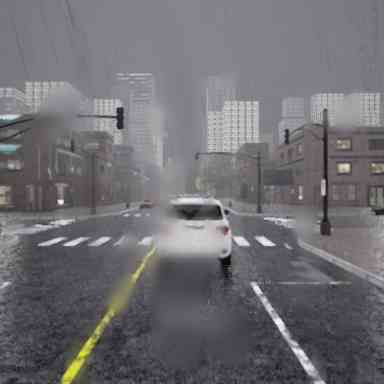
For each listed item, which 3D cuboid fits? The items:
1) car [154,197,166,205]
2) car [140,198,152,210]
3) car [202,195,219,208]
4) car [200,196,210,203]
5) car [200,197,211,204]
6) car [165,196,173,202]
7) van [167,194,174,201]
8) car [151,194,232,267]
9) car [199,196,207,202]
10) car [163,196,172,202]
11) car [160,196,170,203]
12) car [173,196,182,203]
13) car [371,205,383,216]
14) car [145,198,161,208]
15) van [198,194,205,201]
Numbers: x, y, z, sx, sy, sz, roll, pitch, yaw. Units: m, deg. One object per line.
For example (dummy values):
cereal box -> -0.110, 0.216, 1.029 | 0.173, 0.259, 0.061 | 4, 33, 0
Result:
car -> -5.699, 1.569, 60.115 | 1.752, 1.417, 4.829 | 0, 0, 0
car -> -5.784, 1.568, 43.713 | 1.887, 1.381, 4.507 | 0, 0, 0
car -> 2.684, 1.345, 49.236 | 2.192, 1.841, 5.009 | 0, 0, 0
car -> 2.679, 1.612, 71.338 | 2.008, 1.369, 4.403 | 0, 0, 0
car -> 2.681, 1.618, 65.813 | 1.947, 1.339, 4.313 | 0, 0, 0
car -> -5.703, 1.608, 82.216 | 1.752, 1.417, 4.829 | 0, 0, 0
van -> -5.703, 1.436, 87.912 | 1.690, 1.788, 3.998 | 0, 0, 0
car -> 0.154, 1.224, 11.656 | 2.150, 2.045, 5.566 | 0, 0, 2
car -> 2.677, 1.665, 82.387 | 1.802, 1.307, 4.206 | 0, 0, 0
car -> -5.702, 1.654, 76.861 | 1.802, 1.307, 4.206 | 0, 0, 0
car -> -5.701, 1.644, 71.336 | 1.802, 1.307, 4.206 | 0, 0, 0
car -> -3.012, 1.556, 70.551 | 1.837, 1.490, 4.892 | 0, 0, 0
car -> 17.484, 1.365, 28.037 | 4.313, 1.339, 1.947 | -1, 1, 0
car -> -5.697, 1.596, 49.234 | 1.947, 1.339, 4.313 | 0, 0, 0
van -> 2.675, 1.449, 93.439 | 1.690, 1.788, 3.998 | 0, 0, 0
